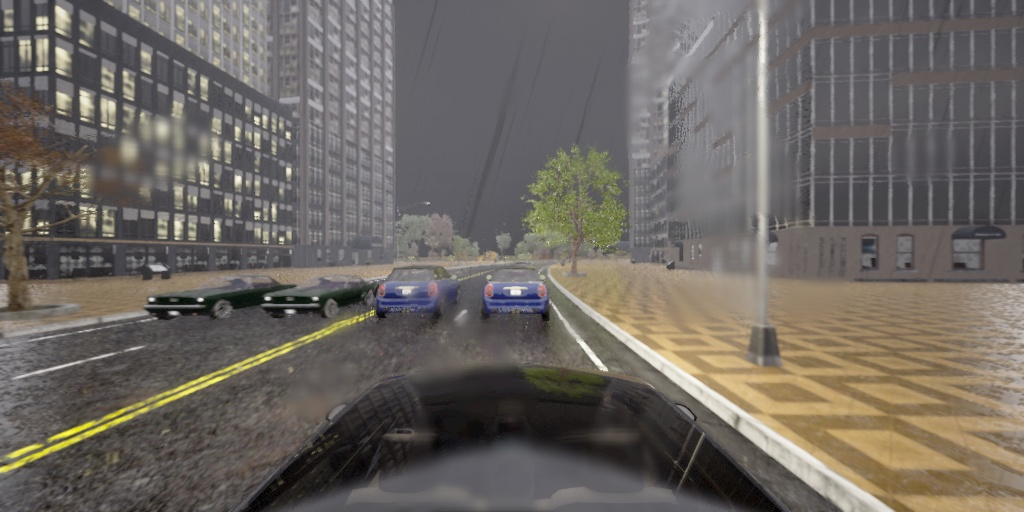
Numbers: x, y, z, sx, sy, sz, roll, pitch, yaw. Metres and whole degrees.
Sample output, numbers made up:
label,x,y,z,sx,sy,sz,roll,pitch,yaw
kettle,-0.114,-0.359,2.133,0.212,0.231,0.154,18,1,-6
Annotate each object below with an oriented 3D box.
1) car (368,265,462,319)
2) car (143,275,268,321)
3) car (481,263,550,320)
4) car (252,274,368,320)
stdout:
label,x,y,z,sx,sy,sz,roll,pitch,yaw
car,-3.109,1.095,12.877,2.097,1.767,4.553,0,0,1
car,-9.803,1.353,12.628,1.895,1.301,4.718,0,0,1
car,0.138,1.091,12.684,2.097,1.767,4.553,0,0,1
car,-6.552,1.349,12.846,1.895,1.301,4.718,0,0,1
